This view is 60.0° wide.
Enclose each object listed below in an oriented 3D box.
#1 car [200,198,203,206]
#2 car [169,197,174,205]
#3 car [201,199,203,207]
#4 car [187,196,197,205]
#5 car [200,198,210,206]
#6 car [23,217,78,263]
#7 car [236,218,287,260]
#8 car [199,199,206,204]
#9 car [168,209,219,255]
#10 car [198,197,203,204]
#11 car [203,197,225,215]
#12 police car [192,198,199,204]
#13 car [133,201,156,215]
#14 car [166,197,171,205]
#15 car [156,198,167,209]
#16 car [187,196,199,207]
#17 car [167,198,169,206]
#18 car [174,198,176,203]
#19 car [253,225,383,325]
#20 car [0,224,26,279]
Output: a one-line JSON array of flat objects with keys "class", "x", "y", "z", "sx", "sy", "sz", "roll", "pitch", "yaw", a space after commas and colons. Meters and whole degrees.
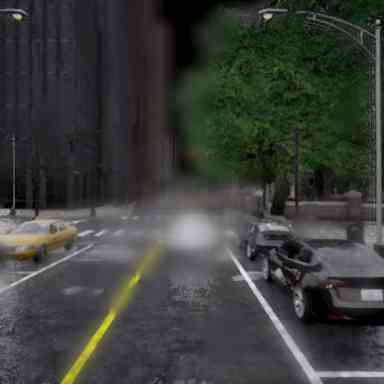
[{"class": "car", "x": 2.758, "y": 2.126, "z": 55.729, "sx": 2.008, "sy": 1.369, "sz": 4.403, "roll": 0, "pitch": -1, "yaw": 0}, {"class": "car", "x": -5.769, "y": 2.396, "z": 77.548, "sx": 1.802, "sy": 1.307, "sz": 4.206, "roll": 0, "pitch": -1, "yaw": 0}, {"class": "car", "x": 2.759, "y": 2.082, "z": 50.273, "sx": 1.947, "sy": 1.339, "sz": 4.313, "roll": 0, "pitch": -1, "yaw": 0}, {"class": "car", "x": -0.006, "y": 1.929, "z": 79.515, "sx": 2.150, "sy": 2.045, "sz": 5.566, "roll": 0, "pitch": -1, "yaw": 0}, {"class": "car", "x": 2.757, "y": 2.194, "z": 72.099, "sx": 1.967, "sy": 1.590, "sz": 4.097, "roll": 0, "pitch": -1, "yaw": 0}, {"class": "car", "x": -5.763, "y": 1.649, "z": 12.518, "sx": 1.752, "sy": 1.417, "sz": 4.829, "roll": 0, "pitch": -1, "yaw": 0}, {"class": "car", "x": 2.762, "y": 1.676, "z": 12.698, "sx": 2.008, "sy": 1.369, "sz": 4.403, "roll": 0, "pitch": -1, "yaw": 0}, {"class": "car", "x": 2.756, "y": 2.462, "z": 88.637, "sx": 1.752, "sy": 1.417, "sz": 4.829, "roll": 0, "pitch": -1, "yaw": 0}, {"class": "car", "x": 0.111, "y": 1.663, "z": 13.904, "sx": 1.812, "sy": 1.442, "sz": 4.674, "roll": 0, "pitch": 0, "yaw": 4}, {"class": "car", "x": 2.758, "y": 2.135, "z": 66.643, "sx": 1.967, "sy": 1.590, "sz": 4.097, "roll": 0, "pitch": -1, "yaw": 0}, {"class": "car", "x": 2.760, "y": 1.712, "z": 39.364, "sx": 2.192, "sy": 1.841, "sz": 5.009, "roll": 0, "pitch": -1, "yaw": 0}, {"class": "police car", "x": 0.893, "y": 2.379, "z": 90.125, "sx": 1.930, "sy": 1.638, "sz": 5.238, "roll": 0, "pitch": -1, "yaw": 0}, {"class": "car", "x": -5.765, "y": 1.963, "z": 39.351, "sx": 1.947, "sy": 1.339, "sz": 4.313, "roll": 0, "pitch": -1, "yaw": 0}, {"class": "car", "x": -5.768, "y": 2.277, "z": 66.634, "sx": 1.802, "sy": 1.307, "sz": 4.206, "roll": 0, "pitch": -1, "yaw": 0}, {"class": "car", "x": -5.767, "y": 2.126, "z": 55.721, "sx": 2.008, "sy": 1.369, "sz": 4.403, "roll": 0, "pitch": -1, "yaw": 0}, {"class": "car", "x": 0.024, "y": 2.173, "z": 66.770, "sx": 1.882, "sy": 1.535, "sz": 5.008, "roll": 0, "pitch": 0, "yaw": 0}, {"class": "car", "x": -5.767, "y": 2.217, "z": 61.178, "sx": 1.802, "sy": 1.307, "sz": 4.206, "roll": 0, "pitch": -1, "yaw": 0}, {"class": "car", "x": -5.769, "y": 2.189, "z": 83.007, "sx": 2.192, "sy": 1.841, "sz": 5.009, "roll": 0, "pitch": -1, "yaw": 0}, {"class": "car", "x": 2.763, "y": 1.637, "z": 7.185, "sx": 1.947, "sy": 1.339, "sz": 4.313, "roll": 0, "pitch": -1, "yaw": 0}, {"class": "car", "x": -5.762, "y": 1.623, "z": 7.175, "sx": 2.008, "sy": 1.369, "sz": 4.403, "roll": 0, "pitch": -1, "yaw": 0}]
